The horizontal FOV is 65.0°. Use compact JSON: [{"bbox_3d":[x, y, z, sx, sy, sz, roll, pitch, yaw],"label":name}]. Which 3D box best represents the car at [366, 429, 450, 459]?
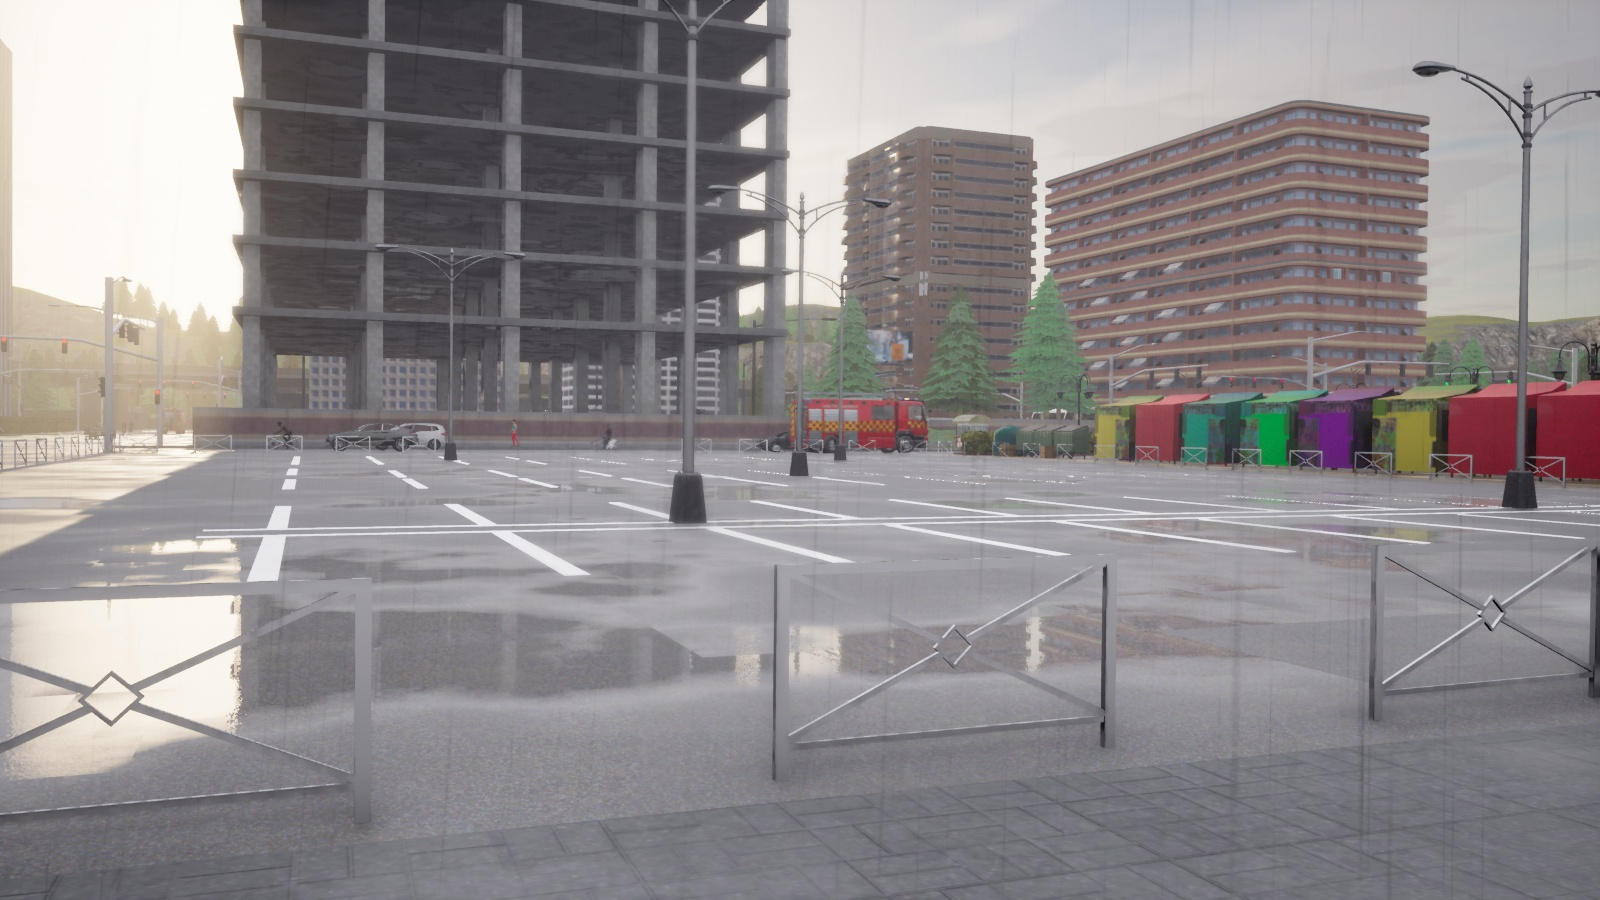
[{"bbox_3d":[-23.501,-0.382,75.183,4.611,1.667,2.242,-1,1,-22],"label":"car"}]

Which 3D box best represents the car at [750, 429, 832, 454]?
[{"bbox_3d":[-0.556,-0.558,80.586,4.892,1.490,1.837,-1,1,-22],"label":"car"}]

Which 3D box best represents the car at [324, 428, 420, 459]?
[{"bbox_3d":[-24.227,-0.374,71.120,5.027,1.651,2.152,-1,1,-22],"label":"car"}]

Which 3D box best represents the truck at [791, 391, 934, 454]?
[{"bbox_3d":[3.950,-1.744,78.604,8.468,3.827,2.891,-1,1,-22],"label":"truck"}]
